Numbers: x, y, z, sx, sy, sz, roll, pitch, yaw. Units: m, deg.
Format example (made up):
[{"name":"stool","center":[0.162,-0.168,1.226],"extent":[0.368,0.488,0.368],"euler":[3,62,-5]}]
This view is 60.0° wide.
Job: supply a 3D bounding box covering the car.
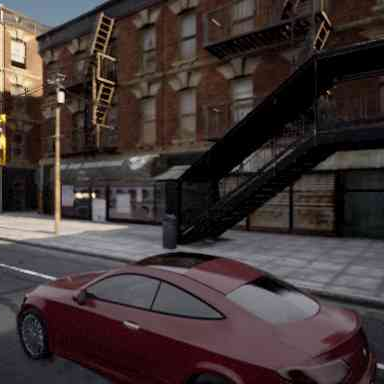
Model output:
[{"name":"car","center":[-0.329,1.519,4.227],"extent":[4.674,1.442,1.812],"euler":[0,0,36]}]
